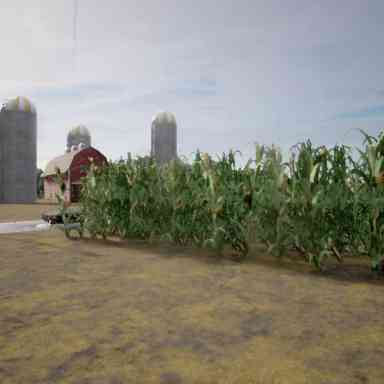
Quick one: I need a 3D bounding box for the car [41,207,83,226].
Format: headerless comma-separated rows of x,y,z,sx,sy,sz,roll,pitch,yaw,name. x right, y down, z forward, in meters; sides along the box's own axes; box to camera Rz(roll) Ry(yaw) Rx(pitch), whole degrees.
-8.668,1.787,25.135,1.895,1.301,4.718,1,0,35,car
